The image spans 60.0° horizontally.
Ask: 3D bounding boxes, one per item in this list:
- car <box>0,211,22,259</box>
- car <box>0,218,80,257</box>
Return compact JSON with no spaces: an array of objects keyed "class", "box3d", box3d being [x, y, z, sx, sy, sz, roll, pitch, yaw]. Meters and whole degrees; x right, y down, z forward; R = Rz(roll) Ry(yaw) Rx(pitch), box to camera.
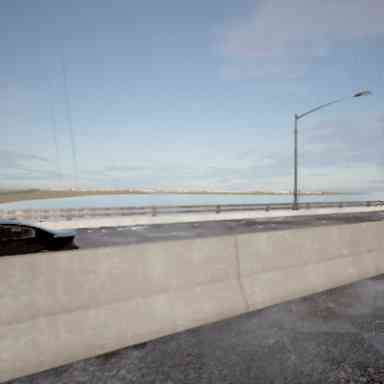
[{"class":"car","box3d":[-8.419,1.500,10.878,4.892,1.490,1.837,0,0,-35]},{"class":"car","box3d":[-5.543,1.478,8.630,5.008,1.535,1.882,0,0,-35]}]
